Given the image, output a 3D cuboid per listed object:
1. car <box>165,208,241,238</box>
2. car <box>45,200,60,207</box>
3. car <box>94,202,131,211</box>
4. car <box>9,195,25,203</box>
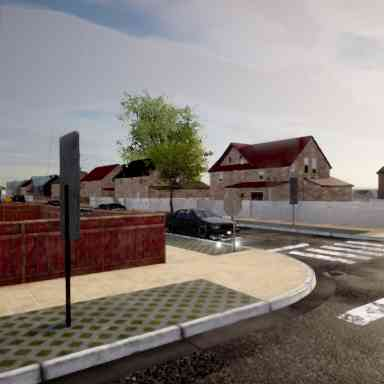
[{"bbox_3d":[0.246,1.639,18.588,2.033,1.411,5.357,-1,0,-37],"label":"car"},{"bbox_3d":[-17.224,1.748,42.019,1.837,1.490,4.892,-1,0,-36],"label":"car"},{"bbox_3d":[-6.606,1.655,27.746,1.837,1.490,4.892,-1,0,-37],"label":"car"},{"bbox_3d":[-40.703,1.644,78.060,2.150,2.045,5.566,-1,0,-37],"label":"car"}]
